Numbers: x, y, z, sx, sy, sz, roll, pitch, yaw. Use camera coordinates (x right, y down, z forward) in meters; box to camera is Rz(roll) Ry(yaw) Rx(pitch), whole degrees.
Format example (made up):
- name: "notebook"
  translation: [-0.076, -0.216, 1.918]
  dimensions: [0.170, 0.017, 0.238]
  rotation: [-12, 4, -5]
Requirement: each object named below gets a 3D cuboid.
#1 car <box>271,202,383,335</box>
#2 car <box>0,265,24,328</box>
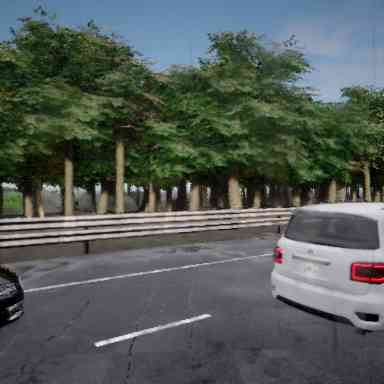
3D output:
- name: "car"
  translation: [3.988, 1.220, 6.398]
  dimensions: [5.566, 2.045, 2.150]
  rotation: [0, 0, -33]
- name: "car"
  translation: [-4.997, 1.486, 4.449]
  dimensions: [4.902, 1.511, 2.128]
  rotation: [0, 0, -35]
